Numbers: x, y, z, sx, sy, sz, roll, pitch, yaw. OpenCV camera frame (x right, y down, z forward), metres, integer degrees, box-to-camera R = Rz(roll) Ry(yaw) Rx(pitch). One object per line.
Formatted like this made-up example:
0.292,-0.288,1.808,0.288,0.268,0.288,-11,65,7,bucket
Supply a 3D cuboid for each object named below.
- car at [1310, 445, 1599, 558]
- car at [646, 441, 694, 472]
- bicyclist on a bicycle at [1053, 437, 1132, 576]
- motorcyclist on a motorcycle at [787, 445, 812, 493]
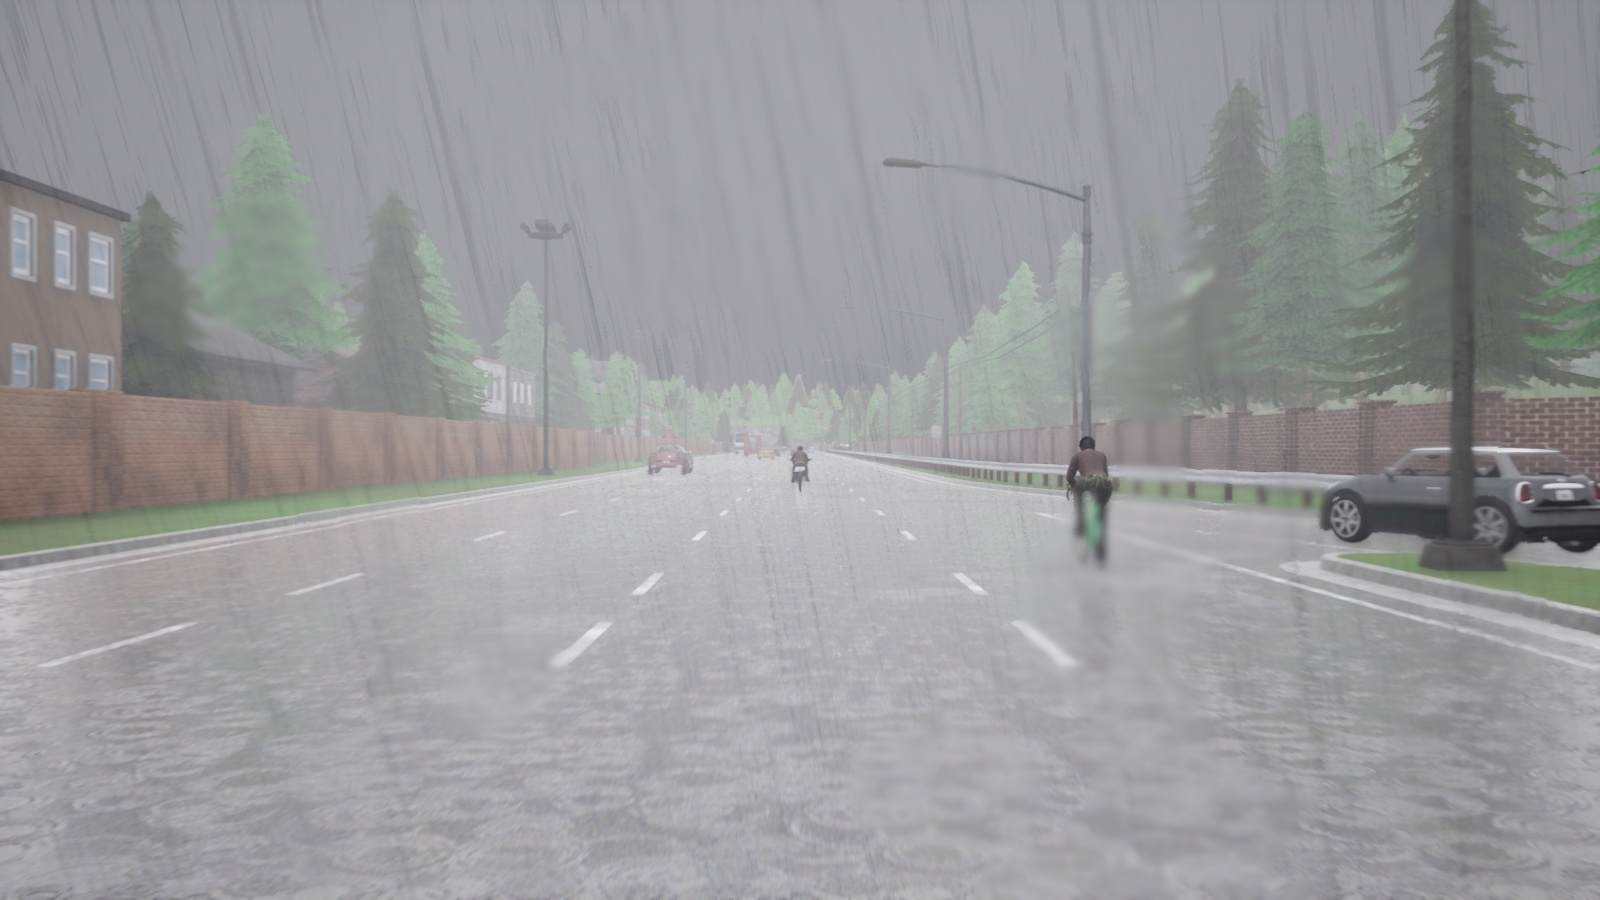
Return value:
9.705,0.672,18.519,1.970,1.475,3.806,0,0,-21,car
-7.126,0.325,69.196,2.152,1.651,5.027,0,0,0,car
3.580,0.661,15.472,0.582,1.620,1.656,0,0,0,bicyclist on a bicycle
-0.019,0.613,41.620,0.797,1.523,2.044,0,0,0,motorcyclist on a motorcycle
